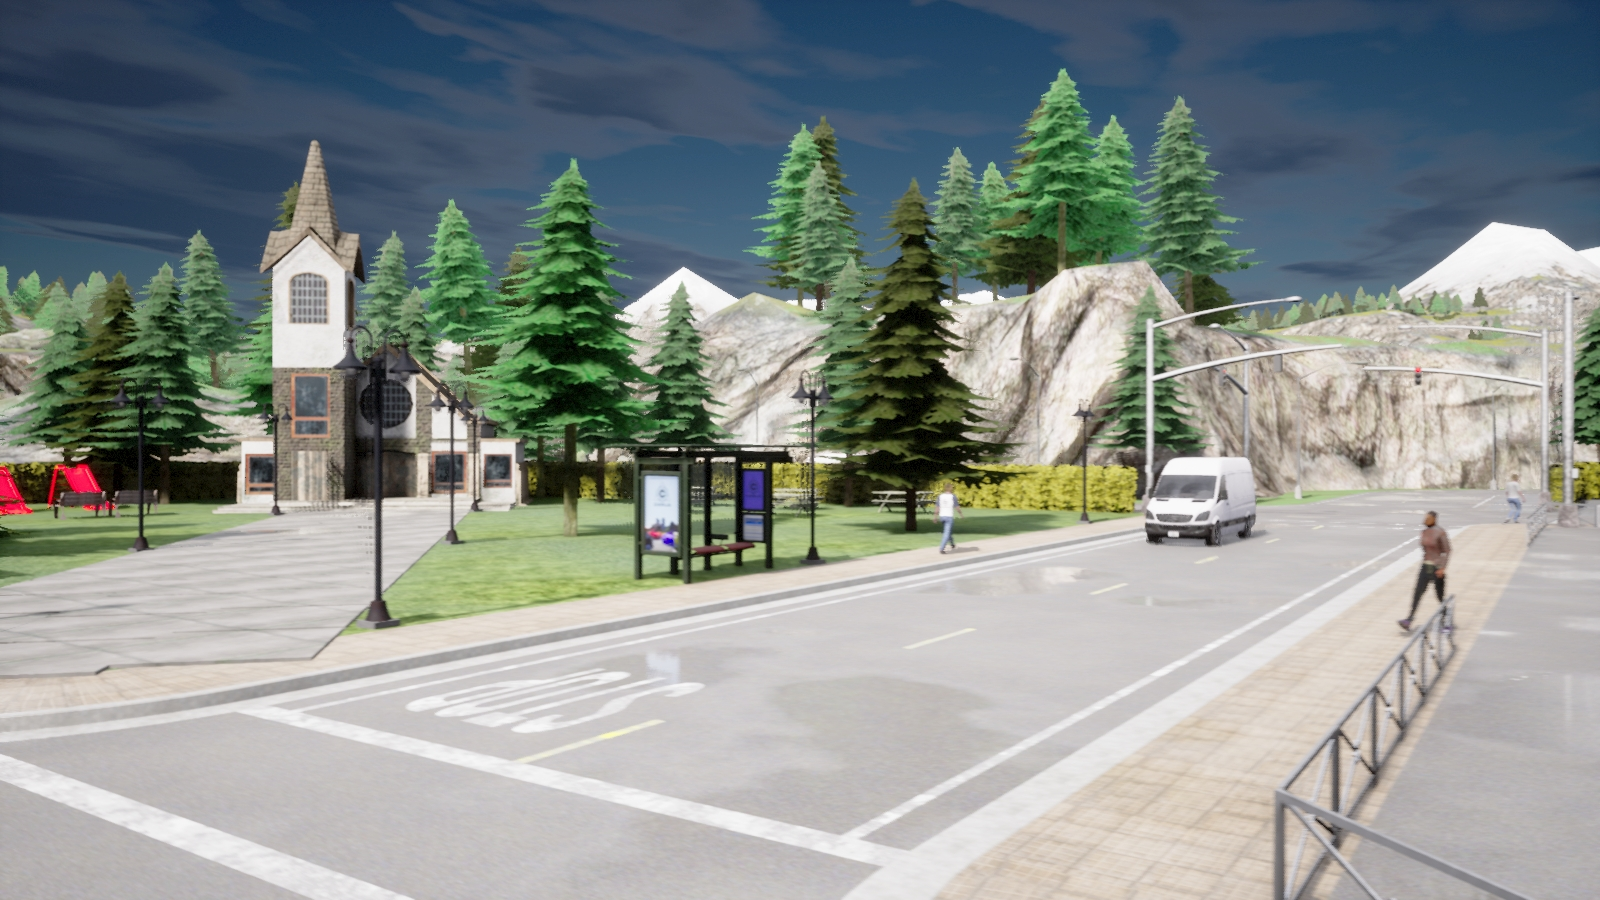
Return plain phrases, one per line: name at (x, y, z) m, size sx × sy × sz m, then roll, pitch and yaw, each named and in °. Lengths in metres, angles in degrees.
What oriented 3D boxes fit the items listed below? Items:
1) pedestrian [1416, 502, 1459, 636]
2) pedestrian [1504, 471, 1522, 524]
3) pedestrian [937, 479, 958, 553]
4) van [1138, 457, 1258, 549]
pedestrian at (9.072, 1.679, 16.264) m, size 0.375 × 1.860 × 0.375 m, roll 0°, pitch 0°, yaw -22°
pedestrian at (25.322, 1.667, 40.579) m, size 0.375 × 1.860 × 0.375 m, roll 0°, pitch 0°, yaw -19°
pedestrian at (3.749, 1.662, 28.999) m, size 0.375 × 1.860 × 0.375 m, roll 0°, pitch 0°, yaw 37°
van at (12.285, 1.501, 34.952) m, size 1.988 × 2.561 × 5.915 m, roll 0°, pitch 0°, yaw 34°
